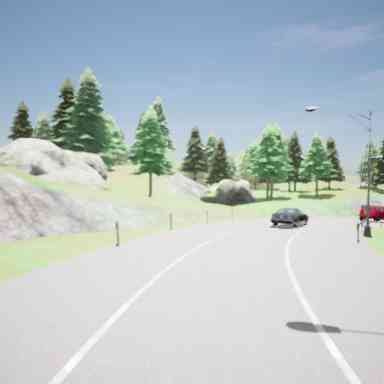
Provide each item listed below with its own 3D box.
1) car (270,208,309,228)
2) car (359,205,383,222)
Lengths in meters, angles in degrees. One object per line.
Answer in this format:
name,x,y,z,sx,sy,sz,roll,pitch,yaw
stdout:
car,7.713,1.951,25.982,2.033,1.411,5.357,2,-1,31
car,23.503,2.755,42.295,5.566,2.045,2.150,4,-1,-34
